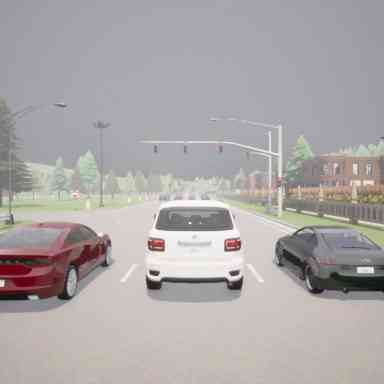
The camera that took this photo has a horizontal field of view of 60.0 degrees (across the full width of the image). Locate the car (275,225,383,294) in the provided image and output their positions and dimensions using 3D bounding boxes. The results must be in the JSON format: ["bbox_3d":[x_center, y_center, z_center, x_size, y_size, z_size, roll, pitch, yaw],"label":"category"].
[{"bbox_3d":[3.566,1.564,8.806,1.994,1.385,4.181,0,0,0],"label":"car"}]

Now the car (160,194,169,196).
[{"bbox_3d":[-6.984,1.347,82.063,2.097,1.767,4.553,0,0,0],"label":"car"}]

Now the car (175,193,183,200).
[{"bbox_3d":[-3.482,1.187,92.065,2.097,1.767,4.553,0,0,0],"label":"car"}]

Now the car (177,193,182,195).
[{"bbox_3d":[-3.484,1.516,82.092,1.812,1.442,4.674,0,0,0],"label":"car"}]

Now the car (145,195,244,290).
[{"bbox_3d":[0.068,1.221,9.219,2.150,2.045,5.566,0,0,0],"label":"car"}]

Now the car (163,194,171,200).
[{"bbox_3d":[-6.982,1.332,92.096,1.837,1.490,4.892,0,0,0],"label":"car"}]

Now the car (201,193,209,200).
[{"bbox_3d":[3.518,1.187,92.064,2.097,1.767,4.553,0,0,0],"label":"car"}]

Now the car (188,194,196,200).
[{"bbox_3d":[0.018,1.372,92.095,2.033,1.411,5.357,0,0,0],"label":"car"}]

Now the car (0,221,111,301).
[{"bbox_3d":[-3.438,1.478,8.411,1.882,1.535,5.008,0,0,0],"label":"car"}]

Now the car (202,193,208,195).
[{"bbox_3d":[3.516,1.587,82.121,1.895,1.301,4.718,0,0,0],"label":"car"}]
